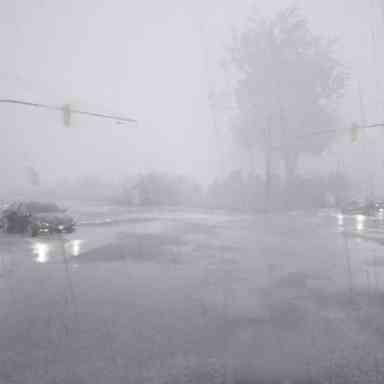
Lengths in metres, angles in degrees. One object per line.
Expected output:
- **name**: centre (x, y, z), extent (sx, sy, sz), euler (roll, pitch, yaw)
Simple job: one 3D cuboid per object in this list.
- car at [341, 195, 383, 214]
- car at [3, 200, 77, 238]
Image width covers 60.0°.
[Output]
- **car**: centre (13.979, 0.965, 27.389), extent (4.674, 1.442, 1.812), euler (-1, 2, -43)
- **car**: centre (-7.107, 1.159, 15.319), extent (4.892, 1.490, 1.837), euler (2, 2, 44)
